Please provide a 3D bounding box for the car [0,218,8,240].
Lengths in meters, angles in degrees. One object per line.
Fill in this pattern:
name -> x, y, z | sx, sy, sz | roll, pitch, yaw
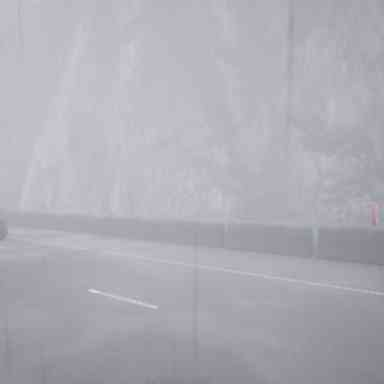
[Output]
car -> -10.453, 1.548, 15.664 | 4.674, 1.442, 1.812 | 0, 0, 35

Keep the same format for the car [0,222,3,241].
car -> -7.353, 1.552, 9.186 | 4.674, 1.442, 1.812 | 0, 0, 35
